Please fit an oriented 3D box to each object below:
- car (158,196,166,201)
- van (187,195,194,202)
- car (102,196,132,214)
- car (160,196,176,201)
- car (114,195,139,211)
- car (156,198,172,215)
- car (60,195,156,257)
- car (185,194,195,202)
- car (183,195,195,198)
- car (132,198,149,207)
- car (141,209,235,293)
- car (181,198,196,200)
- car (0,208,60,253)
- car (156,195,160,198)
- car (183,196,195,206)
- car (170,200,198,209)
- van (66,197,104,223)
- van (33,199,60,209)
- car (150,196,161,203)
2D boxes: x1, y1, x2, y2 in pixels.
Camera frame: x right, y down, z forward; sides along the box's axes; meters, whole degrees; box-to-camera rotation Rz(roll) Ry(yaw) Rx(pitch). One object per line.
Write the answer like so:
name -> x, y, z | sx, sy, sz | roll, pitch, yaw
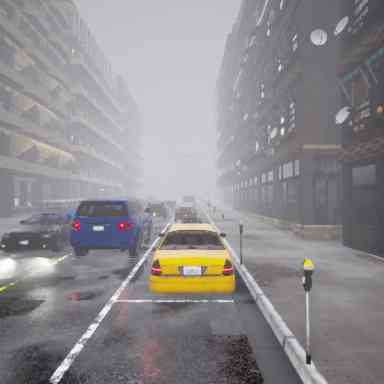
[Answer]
car -> -8.325, 1.847, 92.652 | 1.802, 1.307, 4.206 | 1, 0, 0
van -> -0.473, 1.576, 87.068 | 1.690, 1.788, 3.998 | 1, 0, 0
car -> -8.313, 1.366, 37.346 | 2.192, 1.841, 5.009 | 1, 0, 0
car -> -2.923, 1.546, 44.914 | 1.882, 1.535, 5.008 | 0, 0, 0
car -> -8.314, 1.379, 42.876 | 2.192, 1.841, 5.009 | 1, 0, 0
car -> -3.021, 1.537, 29.129 | 1.837, 1.490, 4.892 | 0, 0, 0
car -> -2.922, 1.230, 13.061 | 2.150, 2.045, 5.566 | 0, 0, 0
car -> -0.472, 1.521, 81.536 | 2.192, 1.841, 5.009 | 1, 0, 0
car -> -0.429, 1.490, 37.286 | 1.967, 1.590, 4.097 | 1, 0, 0
car -> -8.321, 1.660, 53.938 | 1.947, 1.339, 4.313 | 1, 0, 0
car -> 0.004, 1.462, 8.843 | 1.801, 1.575, 5.366 | 0, 0, 0
car -> -0.438, 1.583, 31.754 | 1.887, 1.381, 4.507 | 1, 0, 0
car -> -5.870, 1.573, 13.597 | 1.994, 1.385, 4.181 | 0, 0, 0
car -> -8.317, 1.471, 70.528 | 2.192, 1.841, 5.009 | 1, 0, 0
car -> -0.473, 1.553, 59.411 | 1.967, 1.590, 4.097 | 1, 0, 0
car -> -0.438, 1.572, 26.224 | 1.887, 1.381, 4.507 | 1, 0, 0
van -> -8.313, 1.368, 26.285 | 1.690, 1.788, 3.998 | 1, 0, 0
van -> -8.312, 1.359, 20.753 | 1.690, 1.788, 3.998 | 2, 0, 0
car -> -8.323, 1.725, 76.059 | 1.887, 1.381, 4.507 | 1, 0, 0
